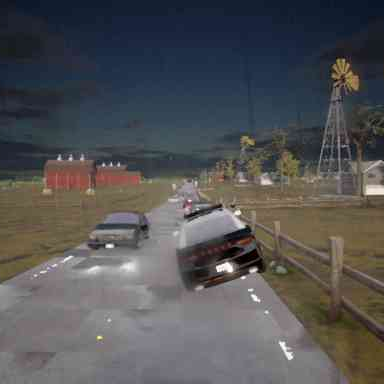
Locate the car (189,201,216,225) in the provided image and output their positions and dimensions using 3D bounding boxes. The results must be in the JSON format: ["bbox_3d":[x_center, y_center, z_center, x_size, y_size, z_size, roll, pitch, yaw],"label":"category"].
[{"bbox_3d":[0.714,1.471,25.149,1.837,1.490,4.892,0,0,0],"label":"car"}]

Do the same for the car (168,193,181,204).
[{"bbox_3d":[-3.088,1.383,56.320,1.895,1.301,4.718,0,1,0],"label":"car"}]

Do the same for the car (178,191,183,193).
[{"bbox_3d":[-3.172,0.385,95.086,2.033,1.411,5.357,0,2,0],"label":"car"}]

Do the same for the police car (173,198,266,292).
[{"bbox_3d":[0.529,1.199,9.227,1.930,1.638,5.238,-18,3,0],"label":"police car"}]

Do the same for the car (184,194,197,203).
[{"bbox_3d":[-0.269,1.209,60.581,2.128,1.511,4.902,0,1,0],"label":"car"}]

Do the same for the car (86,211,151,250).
[{"bbox_3d":[-2.913,1.531,14.452,2.033,1.411,5.357,0,0,0],"label":"car"}]

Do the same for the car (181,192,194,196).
[{"bbox_3d":[-0.195,1.237,47.063,2.097,1.767,4.553,0,0,0],"label":"car"}]

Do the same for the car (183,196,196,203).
[{"bbox_3d":[0.667,1.308,19.108,2.097,1.767,4.553,-1,0,0],"label":"car"}]
